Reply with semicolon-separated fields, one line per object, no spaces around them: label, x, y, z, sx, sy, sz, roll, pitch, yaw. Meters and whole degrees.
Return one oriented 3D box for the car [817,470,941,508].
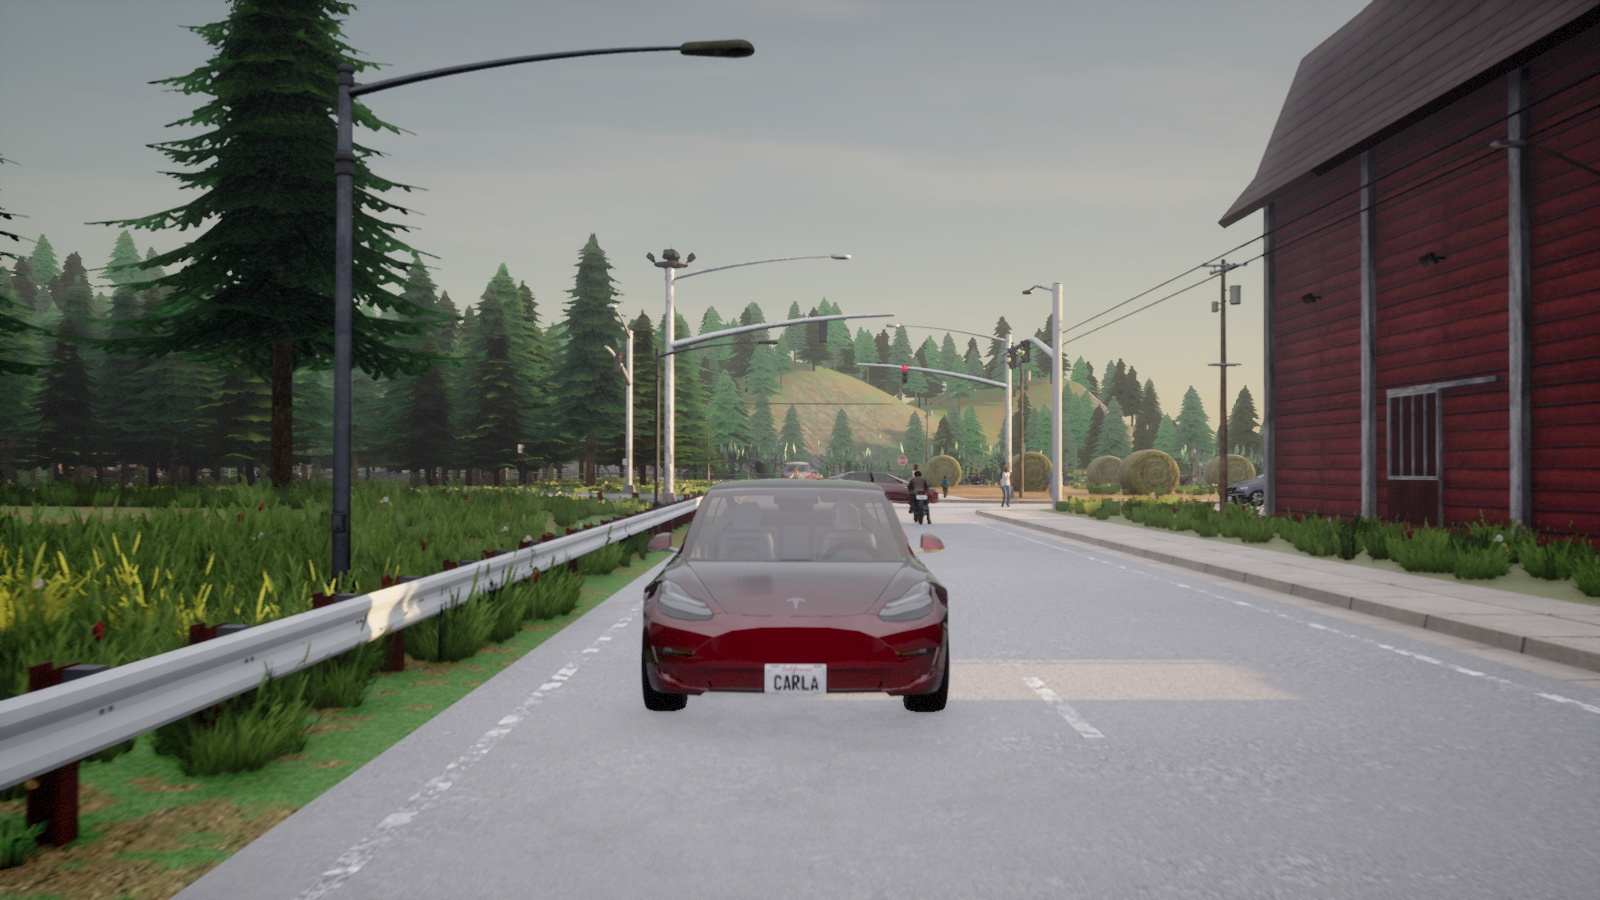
car;3.135;1.552;50.451;4.792;1.488;2.163;0;-1;-1

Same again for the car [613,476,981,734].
car;-0.024;0.961;9.791;2.163;1.488;4.792;0;-1;0

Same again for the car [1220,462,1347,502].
car;20.868;1.369;54.321;4.611;1.667;2.242;0;-1;-1

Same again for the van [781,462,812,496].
van;-0.183;1.701;74.681;1.775;1.987;4.442;0;-1;0

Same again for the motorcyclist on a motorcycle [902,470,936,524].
motorcyclist on a motorcycle;3.412;1.330;36.159;0.797;1.523;2.044;0;-1;0

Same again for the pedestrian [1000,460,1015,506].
pedestrian;8.377;1.325;50.721;0.354;1.836;0.706;0;-1;-9
